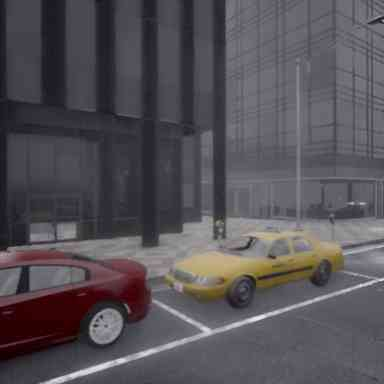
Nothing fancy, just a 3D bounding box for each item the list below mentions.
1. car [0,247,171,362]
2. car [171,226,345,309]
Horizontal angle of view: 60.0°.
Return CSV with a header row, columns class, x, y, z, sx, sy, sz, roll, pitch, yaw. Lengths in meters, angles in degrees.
class,x,y,z,sx,sy,sz,roll,pitch,yaw
car,-2.757,1.545,4.689,4.507,1.381,1.887,0,0,-36
car,1.699,1.532,7.868,4.829,1.417,1.752,0,0,-36
